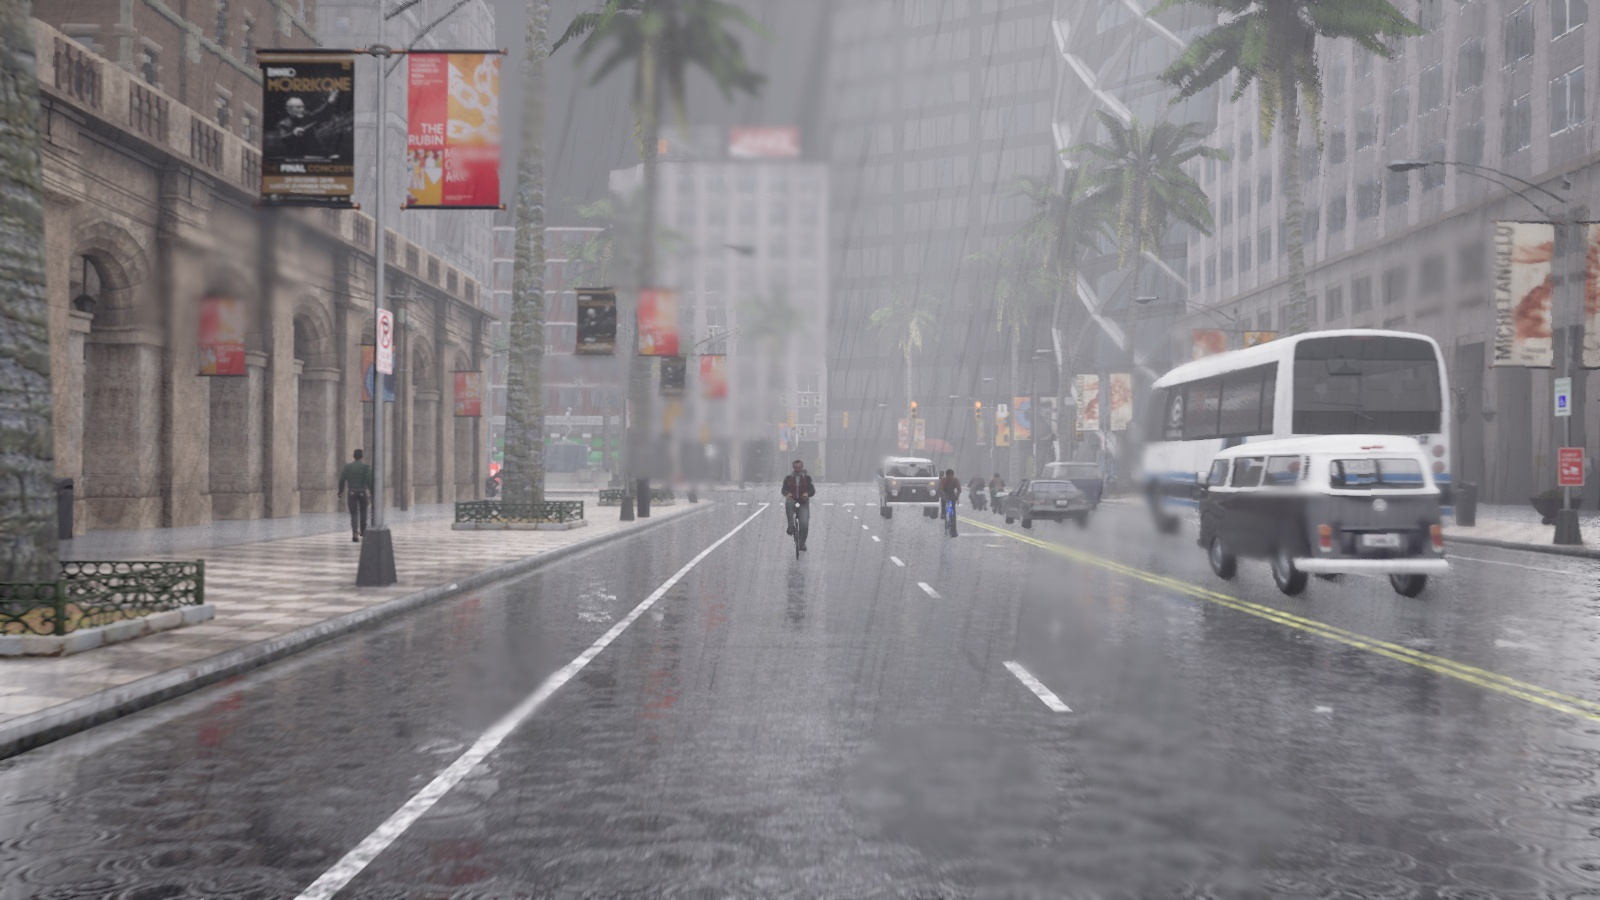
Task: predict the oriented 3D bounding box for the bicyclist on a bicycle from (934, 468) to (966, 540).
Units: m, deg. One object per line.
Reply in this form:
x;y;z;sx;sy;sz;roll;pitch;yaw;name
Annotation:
3.524;1.249;29.580;0.582;1.620;1.656;0;-1;1;bicyclist on a bicycle

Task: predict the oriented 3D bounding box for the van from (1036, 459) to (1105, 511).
10.711;1.361;50.009;1.775;1.987;4.442;0;-1;0;van

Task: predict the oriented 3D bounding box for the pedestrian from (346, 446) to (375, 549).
-8.522;0.913;24.360;0.423;1.949;0.788;0;-1;-12;pedestrian

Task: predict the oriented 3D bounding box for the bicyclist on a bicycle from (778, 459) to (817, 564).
-0.038;1.057;22.212;0.659;1.776;1.843;0;-1;0;bicyclist on a bicycle

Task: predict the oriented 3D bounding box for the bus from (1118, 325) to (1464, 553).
10.511;-0.123;28.705;3.944;4.253;10.273;0;-1;1;bus

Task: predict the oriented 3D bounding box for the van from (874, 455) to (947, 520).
3.645;1.230;42.182;2.069;2.038;4.480;0;-1;0;van

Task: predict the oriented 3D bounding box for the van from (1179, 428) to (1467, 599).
6.957;0.800;17.322;2.069;2.038;4.480;0;-1;0;van

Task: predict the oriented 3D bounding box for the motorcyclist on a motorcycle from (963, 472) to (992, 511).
7.226;1.677;51.140;0.866;1.530;2.191;0;-1;0;motorcyclist on a motorcycle

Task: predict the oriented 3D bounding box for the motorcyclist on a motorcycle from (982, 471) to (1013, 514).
7.175;1.533;45.648;0.797;1.523;2.044;0;-1;0;motorcyclist on a motorcycle

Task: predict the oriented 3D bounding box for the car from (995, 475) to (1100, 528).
7.098;1.445;36.528;2.033;1.411;5.357;0;-1;1;car
